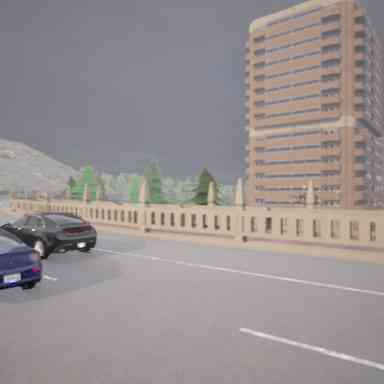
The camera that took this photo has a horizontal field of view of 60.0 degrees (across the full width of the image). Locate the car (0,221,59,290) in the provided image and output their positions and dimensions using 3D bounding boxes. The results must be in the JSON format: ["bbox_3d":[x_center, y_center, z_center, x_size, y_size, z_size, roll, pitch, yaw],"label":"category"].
[{"bbox_3d":[-5.360,1.525,7.926,4.674,1.442,1.812,0,0,37],"label":"car"}]

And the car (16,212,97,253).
[{"bbox_3d":[-5.568,1.504,12.516,4.892,1.490,1.837,0,0,38],"label":"car"}]
